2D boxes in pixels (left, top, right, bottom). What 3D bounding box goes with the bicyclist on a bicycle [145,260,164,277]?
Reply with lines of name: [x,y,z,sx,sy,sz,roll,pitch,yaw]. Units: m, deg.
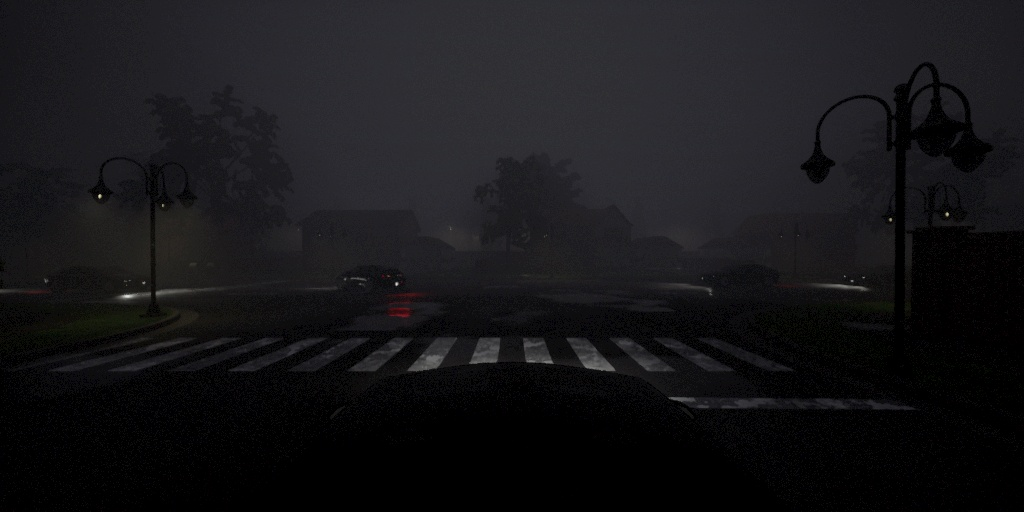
bicyclist on a bicycle: [-30.715,1.009,30.846,0.582,1.620,1.656,0,1,0]

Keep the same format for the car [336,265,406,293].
car: [-8.216,1.237,20.743,4.892,1.490,1.837,0,-1,35]

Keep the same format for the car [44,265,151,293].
car: [-23.357,1.287,20.377,4.892,1.490,1.837,0,0,0]

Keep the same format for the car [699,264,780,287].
car: [15.240,1.259,24.143,4.892,1.490,1.837,0,0,0]

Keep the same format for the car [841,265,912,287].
car: [25.574,1.302,24.145,5.357,1.411,2.033,0,0,0]
